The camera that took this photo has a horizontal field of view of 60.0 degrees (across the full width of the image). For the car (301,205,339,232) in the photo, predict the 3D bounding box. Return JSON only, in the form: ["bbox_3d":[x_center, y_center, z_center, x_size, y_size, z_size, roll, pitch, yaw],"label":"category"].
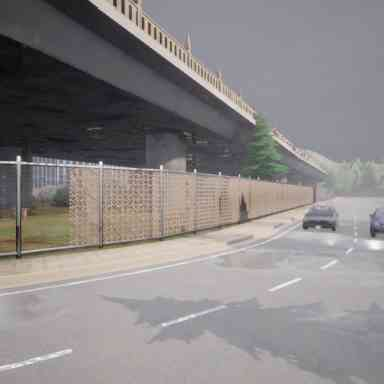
[{"bbox_3d":[8.091,1.547,20.660,2.033,1.411,5.357,0,0,26],"label":"car"}]

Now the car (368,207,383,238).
[{"bbox_3d":[10.329,1.525,17.348,1.812,1.442,4.674,0,0,27],"label":"car"}]
